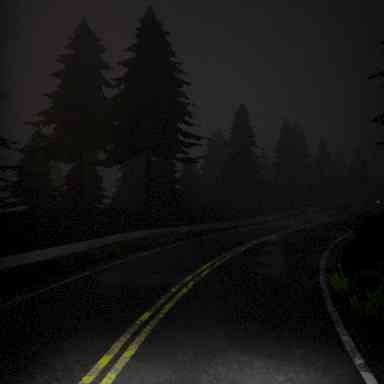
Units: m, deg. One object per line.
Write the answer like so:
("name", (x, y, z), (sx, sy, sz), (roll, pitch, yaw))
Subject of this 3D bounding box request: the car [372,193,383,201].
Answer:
("car", (37.114, 0.997, 65.629), (1.882, 1.535, 5.008), (-2, -3, 18))

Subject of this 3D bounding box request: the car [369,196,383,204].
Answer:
("car", (41.754, 1.735, 74.523), (1.994, 1.385, 4.181), (0, -7, -1))
